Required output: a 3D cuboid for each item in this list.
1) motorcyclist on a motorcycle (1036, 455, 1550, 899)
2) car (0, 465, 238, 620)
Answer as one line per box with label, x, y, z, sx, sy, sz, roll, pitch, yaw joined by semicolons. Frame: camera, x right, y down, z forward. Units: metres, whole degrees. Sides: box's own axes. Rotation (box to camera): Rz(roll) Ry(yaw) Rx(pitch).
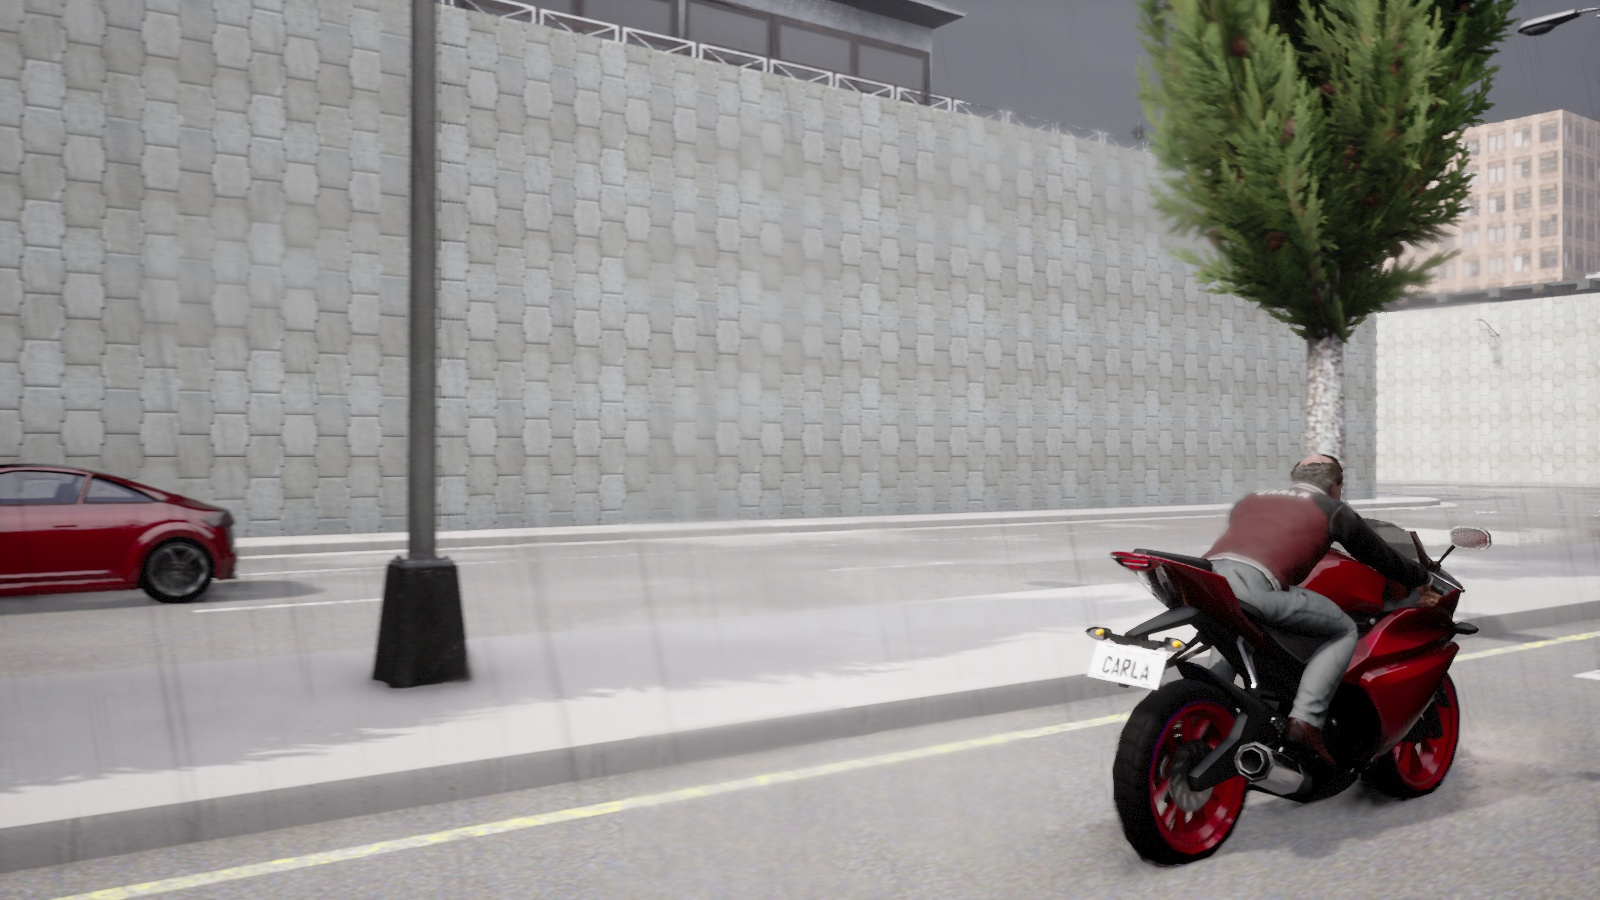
motorcyclist on a motorcycle;2.053;0.788;5.088;2.191;1.530;0.866;0;0;-35
car;-7.900;0.855;12.172;4.181;1.385;1.994;0;0;-35
